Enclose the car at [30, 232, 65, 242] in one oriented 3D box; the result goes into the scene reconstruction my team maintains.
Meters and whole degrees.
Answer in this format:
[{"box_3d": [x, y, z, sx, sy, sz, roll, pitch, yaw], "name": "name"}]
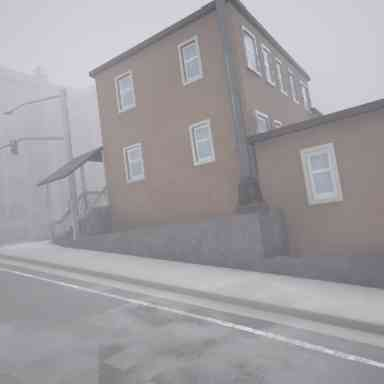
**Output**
[{"box_3d": [-11.717, 4.286, 29.092, 1.837, 1.490, 4.892, -12, -11, 35], "name": "car"}]
